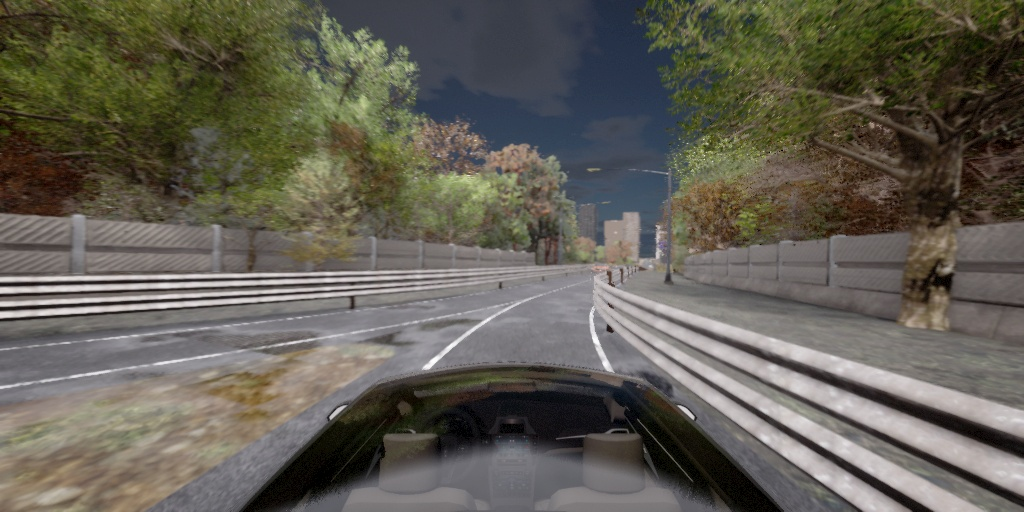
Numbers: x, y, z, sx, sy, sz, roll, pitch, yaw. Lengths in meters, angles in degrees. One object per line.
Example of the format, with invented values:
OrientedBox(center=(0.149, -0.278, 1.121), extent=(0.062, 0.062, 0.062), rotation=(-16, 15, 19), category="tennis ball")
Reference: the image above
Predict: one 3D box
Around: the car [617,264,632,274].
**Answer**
OrientedBox(center=(18.075, 2.188, 58.530), extent=(2.033, 1.411, 5.357), rotation=(1, -1, 21), category="car")

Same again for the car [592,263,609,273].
OrientedBox(center=(14.325, 1.896, 57.909), extent=(2.097, 1.767, 4.553), rotation=(1, -1, 22), category="car")
